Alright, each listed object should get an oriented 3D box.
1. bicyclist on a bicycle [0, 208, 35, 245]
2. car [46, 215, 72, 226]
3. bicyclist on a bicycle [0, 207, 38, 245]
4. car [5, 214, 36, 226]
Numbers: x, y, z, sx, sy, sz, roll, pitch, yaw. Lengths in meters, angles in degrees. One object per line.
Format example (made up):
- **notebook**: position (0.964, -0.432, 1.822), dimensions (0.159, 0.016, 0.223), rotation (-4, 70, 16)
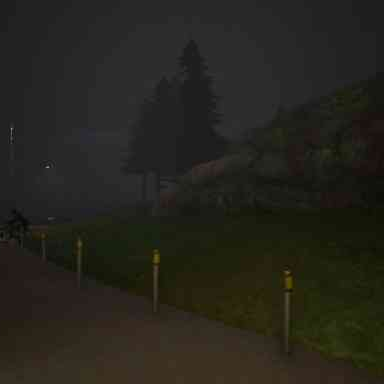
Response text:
- **bicyclist on a bicycle**: position (-8.080, 1.616, 15.315), dimensions (1.656, 1.620, 0.582), rotation (8, 0, -31)
- **car**: position (-19.285, 4.118, 48.758), dimensions (2.128, 1.511, 4.902), rotation (0, -5, 9)
- **bicyclist on a bicycle**: position (-8.254, 1.595, 15.581), dimensions (1.656, 1.620, 0.582), rotation (9, -8, -31)
- **car**: position (-19.925, 3.317, 38.752), dimensions (1.812, 1.442, 4.674), rotation (0, -5, 0)
